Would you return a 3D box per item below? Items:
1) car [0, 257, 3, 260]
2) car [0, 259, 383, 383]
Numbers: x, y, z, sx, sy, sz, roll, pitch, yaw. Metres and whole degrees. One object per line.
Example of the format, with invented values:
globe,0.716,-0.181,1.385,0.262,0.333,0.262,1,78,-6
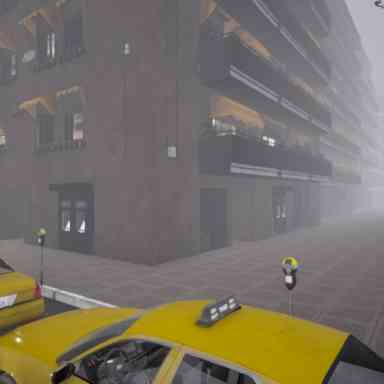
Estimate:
car,-4.591,1.526,6.009,4.829,1.417,1.752,0,0,36
car,-0.003,1.525,2.728,4.829,1.417,1.752,0,0,36
